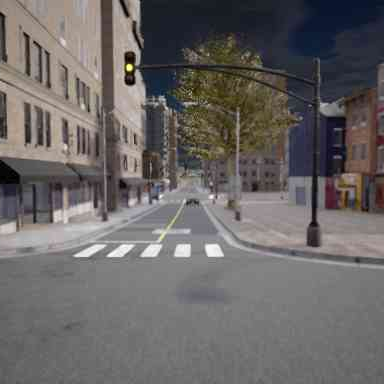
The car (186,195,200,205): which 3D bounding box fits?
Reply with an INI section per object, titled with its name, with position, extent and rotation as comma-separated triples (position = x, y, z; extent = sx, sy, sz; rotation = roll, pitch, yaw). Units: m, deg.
[car]
position = 0.119, 1.144, 47.885
extent = 1.895, 1.301, 4.718
rotation = 0, 1, 1
